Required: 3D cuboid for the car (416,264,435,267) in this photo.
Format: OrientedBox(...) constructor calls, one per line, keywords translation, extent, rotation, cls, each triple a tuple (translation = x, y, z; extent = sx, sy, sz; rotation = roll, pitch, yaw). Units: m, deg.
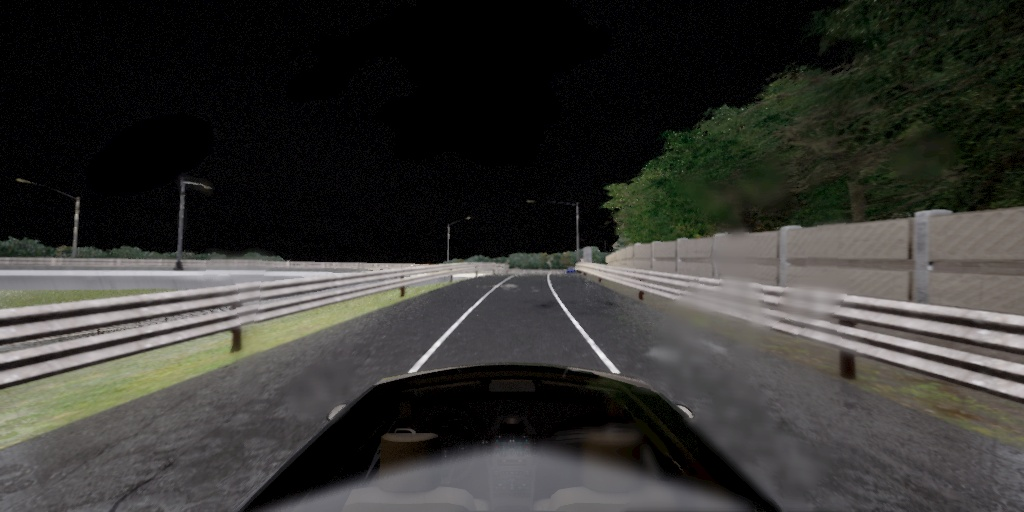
OrientedBox(translation=(-13.176, 2.021, 58.667), extent=(5.008, 1.535, 1.882), rotation=(3, -4, -38), cls="car")
